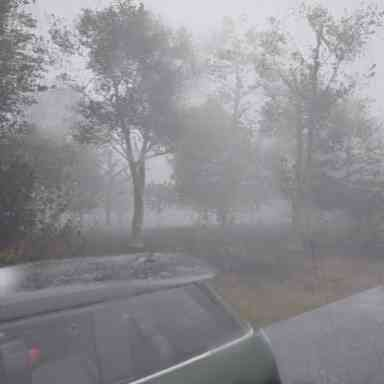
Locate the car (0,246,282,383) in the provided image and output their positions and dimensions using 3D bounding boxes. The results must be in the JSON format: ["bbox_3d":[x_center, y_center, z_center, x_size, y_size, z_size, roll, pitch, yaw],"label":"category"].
[{"bbox_3d":[-1.498,1.357,2.079,4.553,1.767,2.097,0,0,-36],"label":"car"}]
